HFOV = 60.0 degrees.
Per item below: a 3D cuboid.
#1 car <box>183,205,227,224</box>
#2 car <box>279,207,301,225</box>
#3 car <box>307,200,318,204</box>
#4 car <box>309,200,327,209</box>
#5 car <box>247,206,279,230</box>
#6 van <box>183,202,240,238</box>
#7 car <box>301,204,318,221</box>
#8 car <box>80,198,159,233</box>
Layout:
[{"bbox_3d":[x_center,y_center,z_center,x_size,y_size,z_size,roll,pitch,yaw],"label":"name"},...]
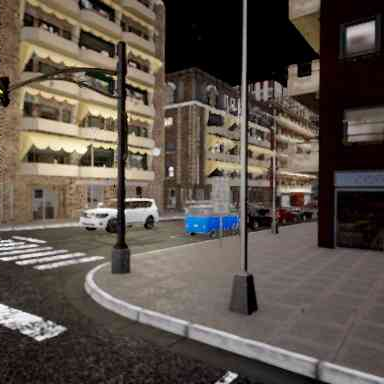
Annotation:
[{"bbox_3d":[1.238,1.956,29.604,1.994,1.385,4.181,1,-1,35],"label":"car"},{"bbox_3d":[7.553,2.080,28.580,1.802,1.307,4.206,-1,-2,35],"label":"car"},{"bbox_3d":[23.158,2.749,64.991,1.802,1.307,4.206,-1,-1,35],"label":"car"},{"bbox_3d":[26.365,2.588,69.513,2.192,1.841,5.009,-1,-1,35],"label":"car"},{"bbox_3d":[4.348,1.957,24.063,1.947,1.339,4.313,-1,-2,35],"label":"car"},{"bbox_3d":[1.281,1.628,19.452,1.690,1.788,3.998,-1,-2,35],"label":"van"},{"bbox_3d":[10.760,2.156,33.098,2.008,1.369,4.403,-1,-2,35],"label":"car"},{"bbox_3d":[-4.499,1.423,21.556,2.150,2.045,5.566,1,-1,34],"label":"car"}]
